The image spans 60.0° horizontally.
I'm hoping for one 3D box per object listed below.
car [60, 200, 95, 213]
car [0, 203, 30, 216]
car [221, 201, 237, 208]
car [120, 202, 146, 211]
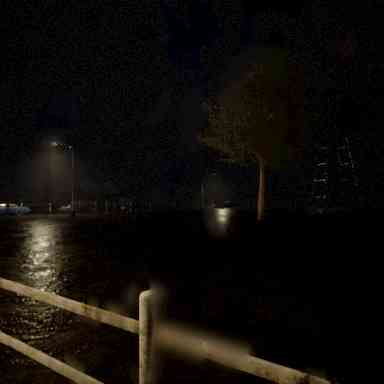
[{"bbox_3d":[-15.129,1.909,44.015,2.097,1.767,4.553,-2,-2,36],"label":"car"},{"bbox_3d":[-20.669,1.948,36.309,2.033,1.411,5.357,-2,-2,35],"label":"car"},{"bbox_3d":[7.734,2.624,69.478,1.994,1.385,4.181,-2,-2,36],"label":"car"},{"bbox_3d":[-9.191,2.256,52.255,1.812,1.442,4.674,-2,-2,36],"label":"car"}]
